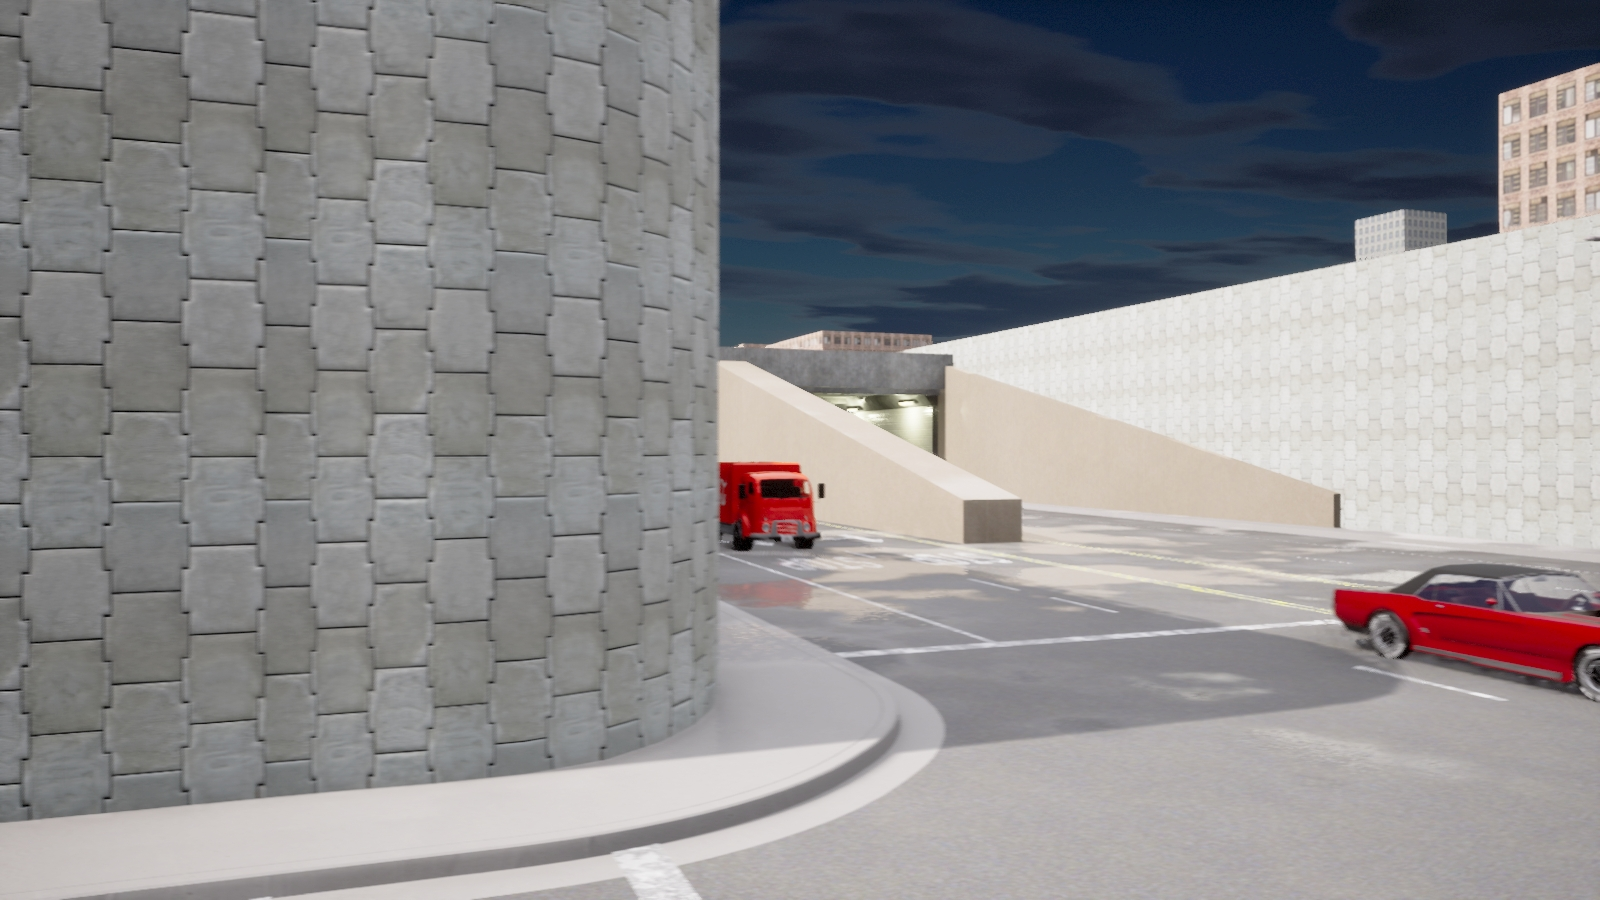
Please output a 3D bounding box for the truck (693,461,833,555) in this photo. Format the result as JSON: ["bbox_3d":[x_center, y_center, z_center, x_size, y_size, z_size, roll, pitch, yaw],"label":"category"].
[{"bbox_3d":[-1.210,1.576,33.334,2.627,2.467,5.204,0,0,-19],"label":"truck"}]

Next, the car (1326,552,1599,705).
[{"bbox_3d":[9.175,2.156,14.369,1.895,1.301,4.718,0,0,-19],"label":"car"}]
